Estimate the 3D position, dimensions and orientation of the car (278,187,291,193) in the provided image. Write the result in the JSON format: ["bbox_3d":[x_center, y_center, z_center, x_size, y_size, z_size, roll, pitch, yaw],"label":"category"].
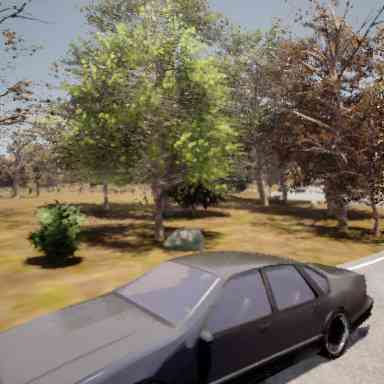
[{"bbox_3d":[17.570,-0.632,63.150,1.994,1.385,4.181,-3,3,26],"label":"car"}]

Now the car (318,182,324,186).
[{"bbox_3d":[30.310,-2.072,74.367,4.181,1.385,1.994,-4,3,-19],"label":"car"}]

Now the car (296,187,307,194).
[{"bbox_3d":[19.386,-0.582,59.088,2.033,1.411,5.357,-3,3,19],"label":"car"}]

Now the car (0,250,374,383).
[{"bbox_3d":[0.373,1.563,4.404,5.357,1.411,2.033,0,0,-37],"label":"car"}]
